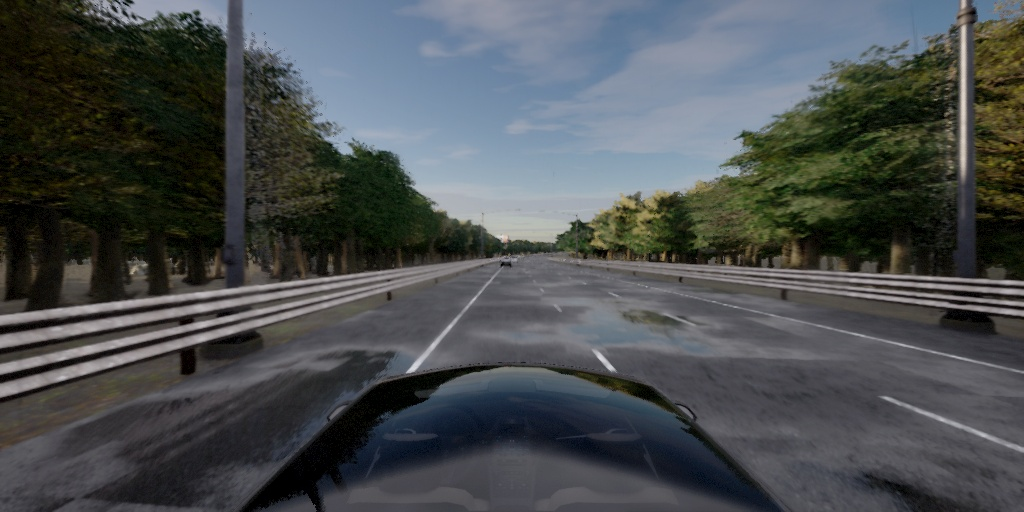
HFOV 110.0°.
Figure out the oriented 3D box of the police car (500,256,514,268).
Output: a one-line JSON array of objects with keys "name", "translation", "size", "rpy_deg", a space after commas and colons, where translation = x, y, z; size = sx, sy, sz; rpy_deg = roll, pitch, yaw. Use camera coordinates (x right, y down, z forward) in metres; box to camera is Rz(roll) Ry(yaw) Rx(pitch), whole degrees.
[{"name": "police car", "translation": [-1.021, 1.173, 62.013], "size": [1.930, 1.638, 5.238], "rpy_deg": [0, 0, 0]}]
